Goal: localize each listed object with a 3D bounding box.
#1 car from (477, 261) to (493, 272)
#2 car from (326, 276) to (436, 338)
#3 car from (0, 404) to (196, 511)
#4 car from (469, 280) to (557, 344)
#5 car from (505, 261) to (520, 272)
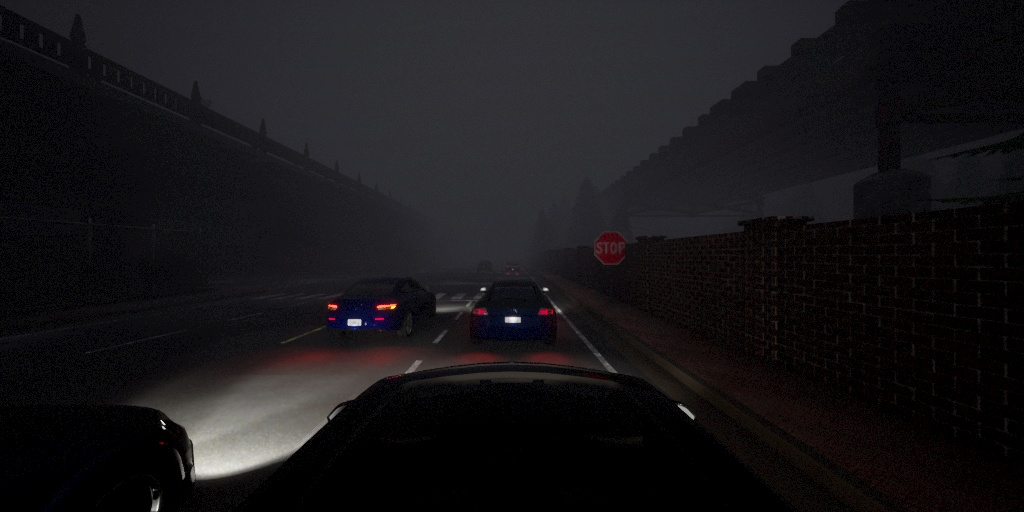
[{"bbox_3d":[-3.432,1.297,45.929,2.033,1.411,5.357,0,0,-1],"label":"car"},{"bbox_3d":[-3.421,1.276,10.070,1.812,1.442,4.674,0,0,0],"label":"car"},{"bbox_3d":[-3.399,1.314,0.974,1.994,1.385,4.181,0,0,0],"label":"car"},{"bbox_3d":[0.061,1.314,9.551,1.994,1.385,4.181,0,0,1],"label":"car"},{"bbox_3d":[0.060,1.351,46.252,1.895,1.301,4.718,0,0,-1],"label":"car"}]
